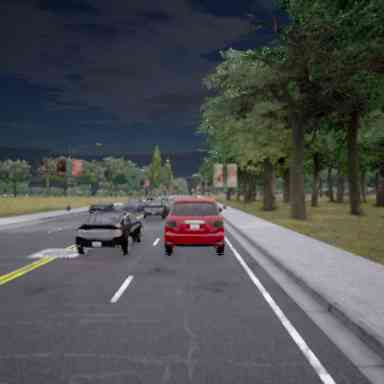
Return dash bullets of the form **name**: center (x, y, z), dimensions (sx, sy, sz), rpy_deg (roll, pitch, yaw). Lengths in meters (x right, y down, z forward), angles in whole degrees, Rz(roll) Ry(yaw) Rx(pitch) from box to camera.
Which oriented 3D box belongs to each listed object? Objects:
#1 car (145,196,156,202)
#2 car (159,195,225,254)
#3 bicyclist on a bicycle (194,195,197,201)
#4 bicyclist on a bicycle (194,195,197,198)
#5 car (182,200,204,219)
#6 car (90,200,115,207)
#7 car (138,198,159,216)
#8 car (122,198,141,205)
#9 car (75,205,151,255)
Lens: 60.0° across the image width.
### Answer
- **car**: center (-9.749, 1.566, 78.460), dimensions (1.895, 1.301, 4.718), rpy_deg (0, 0, 0)
- **car**: center (0.094, 1.249, 13.668), dimensions (2.150, 2.045, 5.566), rpy_deg (0, 0, 0)
- **bicyclist on a bicycle**: center (0.891, 1.736, 92.721), dimensions (0.866, 1.612, 1.509), rpy_deg (0, 0, 0)
- **bicyclist on a bicycle**: center (0.895, 1.630, 83.720), dimensions (0.659, 1.776, 1.843), rpy_deg (0, 0, 0)
- **car**: center (0.096, 1.555, 31.345), dimensions (1.882, 1.535, 5.008), rpy_deg (0, 0, 0)
- **car**: center (-9.847, 1.642, 36.705), dimensions (2.033, 1.411, 5.357), rpy_deg (0, 0, 0)
- **car**: center (-3.156, 1.564, 29.788), dimensions (2.128, 1.511, 4.902), rpy_deg (0, 0, 0)
- **car**: center (-6.593, 1.448, 37.209), dimensions (2.097, 1.767, 4.553), rpy_deg (0, 0, 0)
- **car**: center (-3.158, 1.520, 13.468), dimensions (2.128, 1.511, 4.902), rpy_deg (0, 0, 0)
